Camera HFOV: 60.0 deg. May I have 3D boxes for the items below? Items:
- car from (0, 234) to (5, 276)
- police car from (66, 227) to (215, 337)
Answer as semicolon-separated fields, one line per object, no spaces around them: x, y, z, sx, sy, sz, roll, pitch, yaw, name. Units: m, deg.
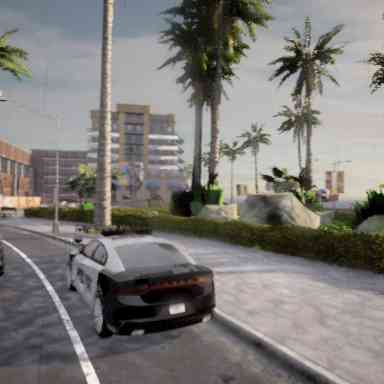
-6.989;1.731;10.359;2.033;1.411;5.357;2;-2;-33;car
-1.483;1.594;7.278;1.930;1.638;5.238;1;-2;-29;police car
